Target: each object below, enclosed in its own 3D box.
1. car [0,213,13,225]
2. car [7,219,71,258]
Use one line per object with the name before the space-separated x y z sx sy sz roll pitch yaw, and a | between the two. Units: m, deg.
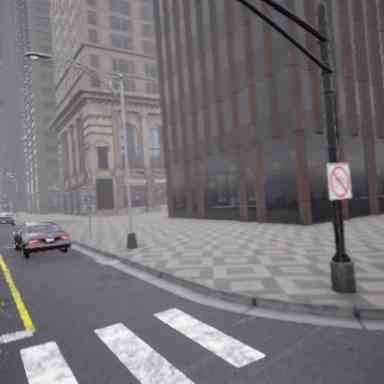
car | -21.533 3.144 38.027 1.812 1.442 4.674 -3 0 -32
car | -7.141 2.099 15.614 2.033 1.411 5.357 -3 -1 -33
